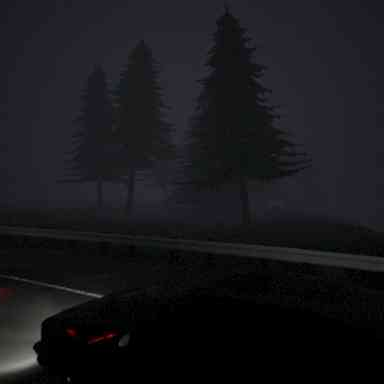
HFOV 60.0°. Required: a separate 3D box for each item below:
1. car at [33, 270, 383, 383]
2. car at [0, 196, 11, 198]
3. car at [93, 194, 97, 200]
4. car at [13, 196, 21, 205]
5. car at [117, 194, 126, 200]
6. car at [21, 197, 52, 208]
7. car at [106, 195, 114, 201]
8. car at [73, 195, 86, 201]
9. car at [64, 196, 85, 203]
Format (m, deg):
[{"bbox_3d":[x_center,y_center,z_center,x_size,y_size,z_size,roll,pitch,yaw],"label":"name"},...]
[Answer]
[{"bbox_3d":[0.743,1.548,3.201,5.357,1.411,2.033,0,0,34],"label":"car"},{"bbox_3d":[-39.219,1.619,72.303,2.033,1.411,5.357,0,0,5],"label":"car"},{"bbox_3d":[-26.195,1.433,92.037,2.097,1.767,4.553,0,0,-11],"label":"car"},{"bbox_3d":[-27.682,1.606,56.754,2.033,1.411,5.357,0,0,14],"label":"car"},{"bbox_3d":[-18.482,1.424,87.303,2.097,1.767,4.553,0,0,-7],"label":"car"},{"bbox_3d":[-22.459,1.614,49.035,1.994,1.385,4.181,0,0,15],"label":"car"},{"bbox_3d":[-22.525,1.600,91.131,2.128,1.511,4.902,0,0,-11],"label":"car"},{"bbox_3d":[-28.834,1.617,85.185,2.033,1.411,5.357,0,0,-7],"label":"car"},{"bbox_3d":[-22.616,1.584,63.629,1.812,1.442,4.674,0,0,8],"label":"car"}]
